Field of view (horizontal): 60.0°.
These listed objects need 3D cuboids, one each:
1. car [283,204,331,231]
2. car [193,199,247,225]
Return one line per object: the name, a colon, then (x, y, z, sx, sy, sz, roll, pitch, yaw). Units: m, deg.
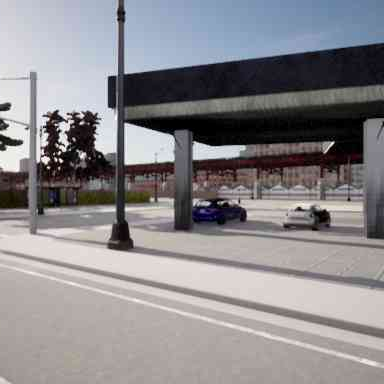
car: (7.074, 1.450, 20.232, 1.970, 1.475, 3.806, 0, 0, 37)
car: (1.994, 1.283, 23.020, 2.242, 1.667, 4.611, 0, 0, 37)
